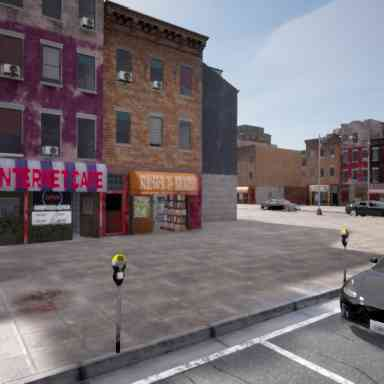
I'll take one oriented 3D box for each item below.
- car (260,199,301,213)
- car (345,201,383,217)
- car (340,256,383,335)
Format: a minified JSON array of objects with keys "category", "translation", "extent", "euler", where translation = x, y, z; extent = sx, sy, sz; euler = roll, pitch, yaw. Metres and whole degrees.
[{"category":"car","translation":[9.908,1.548,37.479],"extent":[2.128,1.511,4.902],"euler":[1,-1,-35]},{"category":"car","translation":[15.914,1.539,29.004],"extent":[1.837,1.490,4.892],"euler":[1,0,-35]},{"category":"car","translation":[4.467,1.567,5.979],"extent":[4.313,1.339,1.947],"euler":[0,0,-35]}]
